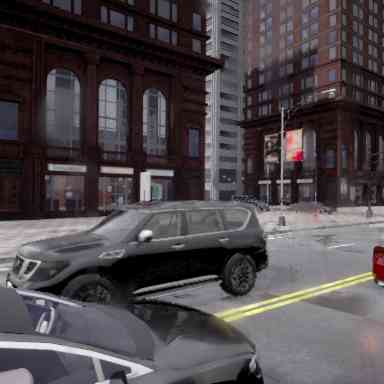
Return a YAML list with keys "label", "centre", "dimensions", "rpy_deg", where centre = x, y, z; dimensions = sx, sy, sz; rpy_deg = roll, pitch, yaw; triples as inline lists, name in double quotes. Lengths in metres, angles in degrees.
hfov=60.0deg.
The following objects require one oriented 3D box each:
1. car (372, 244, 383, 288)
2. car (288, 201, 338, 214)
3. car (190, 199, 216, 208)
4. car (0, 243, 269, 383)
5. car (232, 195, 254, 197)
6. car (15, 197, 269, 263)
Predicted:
- label: "car"
  centre: [6.255, 1.492, 7.894]
  dimensions: [5.008, 1.535, 1.882]
  rpy_deg: [0, 0, -35]
- label: "car"
  centre: [13.387, 1.735, 37.118]
  dimensions: [2.033, 1.411, 5.357]
  rpy_deg: [1, -1, -35]
- label: "car"
  centre: [1.690, 1.844, 53.589]
  dimensions: [1.994, 1.385, 4.181]
  rpy_deg: [1, -1, -35]
- label: "car"
  centre: [-1.574, 1.491, 2.323]
  dimensions: [4.902, 1.511, 2.128]
  rpy_deg: [0, 0, -35]
- label: "car"
  centre: [7.509, 1.456, 45.396]
  dimensions: [2.150, 2.045, 5.566]
  rpy_deg: [1, -1, -35]
- label: "car"
  centre: [-0.769, 1.224, 7.131]
  dimensions: [5.566, 2.045, 2.150]
  rpy_deg: [0, 0, -36]
